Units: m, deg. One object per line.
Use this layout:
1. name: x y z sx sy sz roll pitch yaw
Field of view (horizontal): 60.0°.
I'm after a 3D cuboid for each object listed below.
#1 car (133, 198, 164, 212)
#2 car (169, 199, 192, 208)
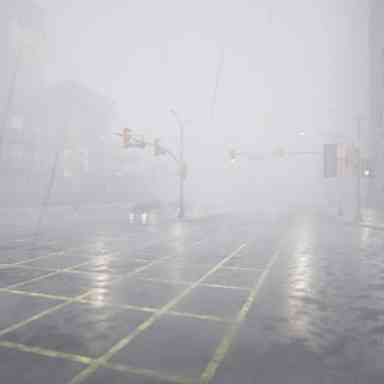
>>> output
1. car: -5.008 1.493 38.667 1.882 1.535 5.008 0 0 21
2. car: -1.661 1.638 48.318 1.895 1.301 4.718 0 0 19
